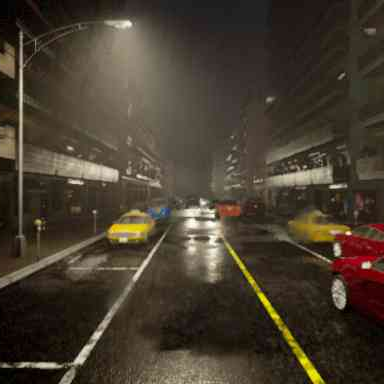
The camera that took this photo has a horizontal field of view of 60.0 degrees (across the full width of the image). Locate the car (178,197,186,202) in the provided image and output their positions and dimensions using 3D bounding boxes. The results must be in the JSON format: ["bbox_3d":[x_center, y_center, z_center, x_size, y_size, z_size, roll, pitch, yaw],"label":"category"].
[{"bbox_3d":[-2.448,1.854,83.412,1.802,1.307,4.206,0,0,0],"label":"car"}]

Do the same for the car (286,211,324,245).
[{"bbox_3d":[5.728,1.568,15.593,1.752,1.417,4.829,0,0,0],"label":"car"}]

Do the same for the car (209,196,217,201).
[{"bbox_3d":[5.966,1.909,94.684,1.887,1.381,4.507,0,0,0],"label":"car"}]

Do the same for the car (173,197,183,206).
[{"bbox_3d":[-2.516,1.686,60.597,1.752,1.417,4.829,0,0,0],"label":"car"}]

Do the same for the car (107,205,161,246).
[{"bbox_3d":[-2.653,1.540,15.302,1.752,1.417,4.829,0,0,0],"label":"car"}]

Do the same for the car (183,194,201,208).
[{"bbox_3d":[0.146,1.349,49.995,2.150,2.045,5.566,0,0,0],"label":"car"}]

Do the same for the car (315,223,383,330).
[{"bbox_3d":[3.752,1.498,4.710,1.882,1.535,5.008,0,0,-3],"label":"car"}]

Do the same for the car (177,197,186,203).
[{"bbox_3d":[-2.465,1.823,77.751,1.802,1.307,4.206,0,0,0],"label":"car"}]

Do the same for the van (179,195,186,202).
[{"bbox_3d":[-2.432,1.645,89.076,1.690,1.788,3.998,0,0,0],"label":"van"}]

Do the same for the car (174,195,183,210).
[{"bbox_3d":[-2.567,1.537,43.780,1.967,1.590,4.097,0,0,0],"label":"car"}]

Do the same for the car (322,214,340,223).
[{"bbox_3d":[5.711,1.577,9.765,1.887,1.381,4.507,0,0,0],"label":"car"}]

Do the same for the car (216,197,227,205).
[{"bbox_3d":[5.881,1.780,66.375,1.947,1.339,4.313,0,0,0],"label":"car"}]

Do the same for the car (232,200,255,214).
[{"bbox_3d":[5.796,1.657,38.069,2.008,1.369,4.403,0,0,0],"label":"car"}]

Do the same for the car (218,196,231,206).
[{"bbox_3d":[5.864,1.629,60.717,1.967,1.590,4.097,0,0,0],"label":"car"}]

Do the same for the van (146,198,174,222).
[{"bbox_3d":[-2.618,1.383,26.796,1.690,1.788,3.998,0,0,0],"label":"van"}]

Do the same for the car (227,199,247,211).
[{"bbox_3d":[5.813,1.675,43.731,2.008,1.369,4.403,0,0,0],"label":"car"}]

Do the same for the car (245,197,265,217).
[{"bbox_3d":[5.779,1.403,32.408,2.192,1.841,5.009,0,0,0],"label":"car"}]

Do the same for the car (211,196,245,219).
[{"bbox_3d":[3.150,1.423,29.885,2.097,1.767,4.553,0,0,1],"label":"car"}]

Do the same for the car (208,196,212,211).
[{"bbox_3d":[3.150,1.639,43.046,1.812,1.442,4.674,0,0,1],"label":"car"}]
